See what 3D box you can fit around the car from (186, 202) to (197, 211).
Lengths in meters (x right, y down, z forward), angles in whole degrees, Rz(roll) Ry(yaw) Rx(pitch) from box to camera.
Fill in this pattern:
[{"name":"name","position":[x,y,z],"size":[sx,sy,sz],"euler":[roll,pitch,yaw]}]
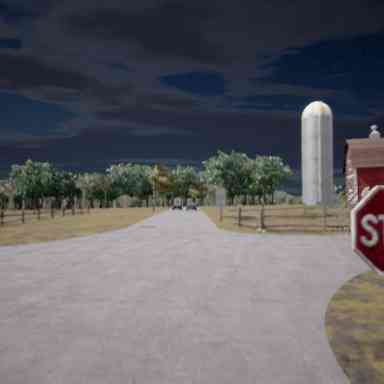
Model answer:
[{"name":"car","position":[-0.050,2.635,59.491],"size":[1.837,1.490,4.892],"euler":[0,-1,0]}]

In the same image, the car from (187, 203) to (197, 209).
[{"name":"car","position":[-0.058,2.932,69.918],"size":[1.994,1.385,4.181],"euler":[0,-2,0]}]

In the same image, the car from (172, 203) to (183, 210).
[{"name":"car","position":[-2.803,2.800,64.096],"size":[2.033,1.411,5.357],"euler":[0,-2,0]}]
